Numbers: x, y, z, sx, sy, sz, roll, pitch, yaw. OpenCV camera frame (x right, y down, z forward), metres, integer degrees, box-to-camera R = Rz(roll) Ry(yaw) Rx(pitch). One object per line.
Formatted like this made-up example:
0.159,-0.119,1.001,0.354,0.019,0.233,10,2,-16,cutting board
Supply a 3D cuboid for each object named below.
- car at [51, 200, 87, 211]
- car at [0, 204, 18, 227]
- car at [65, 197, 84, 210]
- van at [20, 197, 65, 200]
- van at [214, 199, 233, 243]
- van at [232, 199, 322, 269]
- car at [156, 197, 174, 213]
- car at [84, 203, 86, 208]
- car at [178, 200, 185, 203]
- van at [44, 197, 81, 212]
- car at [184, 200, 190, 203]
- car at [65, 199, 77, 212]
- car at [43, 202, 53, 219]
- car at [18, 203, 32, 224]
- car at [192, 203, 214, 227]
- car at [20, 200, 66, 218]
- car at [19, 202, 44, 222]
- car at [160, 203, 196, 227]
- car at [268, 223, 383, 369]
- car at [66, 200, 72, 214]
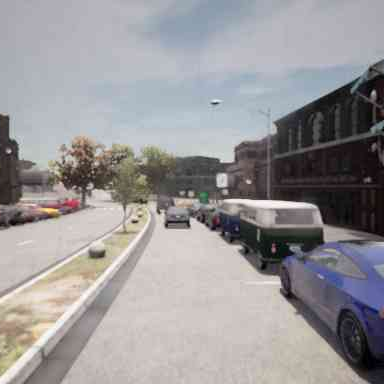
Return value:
-18.885,2.011,51.263,4.892,1.521,2.231,0,0,-10,car
-14.545,1.703,21.625,4.892,1.521,2.231,0,-1,-5,car
-17.479,1.700,43.129,5.566,2.045,2.435,0,0,-10,car
-16.286,1.648,35.164,4.442,1.987,1.878,0,-1,-8,van
2.442,1.352,16.813,1.878,1.987,4.442,0,-1,-3,van
2.750,1.296,11.283,1.878,1.987,4.442,0,0,-2,van
-3.443,1.635,42.901,2.150,2.045,5.566,0,-1,-9,car
-18.443,1.866,48.545,4.553,1.767,2.185,0,0,-10,car
-1.166,1.912,46.626,1.882,1.535,5.008,0,0,-9,car
-17.819,1.745,45.857,4.442,1.987,1.878,0,0,-10,van
0.609,1.838,34.533,1.812,1.442,4.674,0,-1,-7,car
-16.958,1.956,40.449,4.792,1.488,2.163,0,-1,-9,car
-15.441,1.850,29.766,4.674,1.452,2.002,0,-1,-7,car
-14.848,1.769,24.340,4.792,1.488,2.163,0,-1,-6,car
1.515,1.715,27.723,2.097,1.535,5.008,0,-1,-6,car
-15.606,1.838,32.497,5.366,1.575,1.946,0,-1,-7,car
-15.086,1.805,27.058,4.792,1.488,2.163,0,-1,-6,car
-1.164,1.758,24.901,2.033,1.411,5.357,0,-1,-5,car
2.922,1.528,5.612,2.002,1.452,4.674,0,0,-1,car
-16.570,1.941,37.862,4.674,1.452,2.002,0,-1,-8,car
